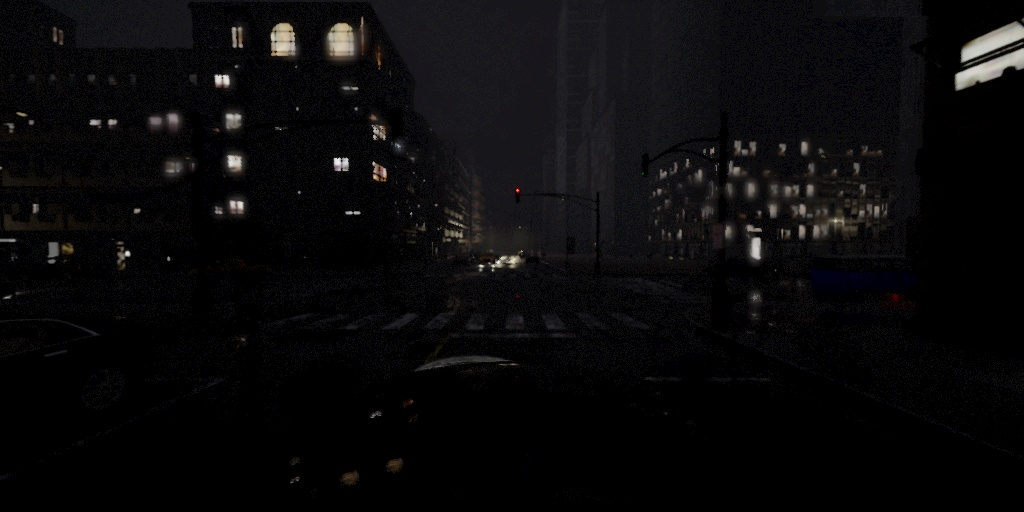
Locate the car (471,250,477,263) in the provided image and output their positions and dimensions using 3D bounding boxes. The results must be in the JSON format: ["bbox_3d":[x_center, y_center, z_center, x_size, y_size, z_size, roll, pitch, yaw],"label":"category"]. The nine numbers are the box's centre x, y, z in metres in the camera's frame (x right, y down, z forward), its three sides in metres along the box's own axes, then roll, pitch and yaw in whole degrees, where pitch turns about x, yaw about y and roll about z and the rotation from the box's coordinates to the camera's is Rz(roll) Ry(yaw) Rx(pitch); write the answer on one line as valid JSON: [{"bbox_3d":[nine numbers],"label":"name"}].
[{"bbox_3d":[-5.763,0.248,46.769,1.967,1.591,4.097,0,0,0],"label":"car"}]

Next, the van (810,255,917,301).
[{"bbox_3d":[14.668,0.843,14.750,3.998,1.789,1.690,0,0,0],"label":"van"}]

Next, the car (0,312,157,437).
[{"bbox_3d":[-5.694,1.273,3.064,2.007,1.370,4.403,0,0,0],"label":"car"}]

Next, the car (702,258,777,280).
[{"bbox_3d":[14.642,0.767,23.126,4.313,1.339,1.948,0,0,0],"label":"car"}]

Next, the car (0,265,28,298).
[{"bbox_3d":[-23.255,1.036,14.631,4.097,1.591,1.967,0,0,0],"label":"car"}]

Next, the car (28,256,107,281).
[{"bbox_3d":[-28.814,0.752,22.988,4.097,1.591,1.967,0,0,0],"label":"car"}]

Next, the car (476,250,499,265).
[{"bbox_3d":[-3.145,0.283,46.863,1.882,1.535,5.008,0,1,0],"label":"car"}]

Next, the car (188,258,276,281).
[{"bbox_3d":[-17.917,0.806,23.022,4.829,1.417,1.751,0,0,0],"label":"car"}]

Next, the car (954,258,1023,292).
[{"bbox_3d":[21.778,0.918,17.434,4.674,1.442,1.812,0,2,0],"label":"car"}]

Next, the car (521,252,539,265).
[{"bbox_3d":[2.584,0.350,46.840,1.888,1.381,4.507,0,0,0],"label":"car"}]

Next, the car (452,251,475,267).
[{"bbox_3d":[-5.754,0.471,41.121,1.888,1.381,4.507,0,0,0],"label":"car"}]
